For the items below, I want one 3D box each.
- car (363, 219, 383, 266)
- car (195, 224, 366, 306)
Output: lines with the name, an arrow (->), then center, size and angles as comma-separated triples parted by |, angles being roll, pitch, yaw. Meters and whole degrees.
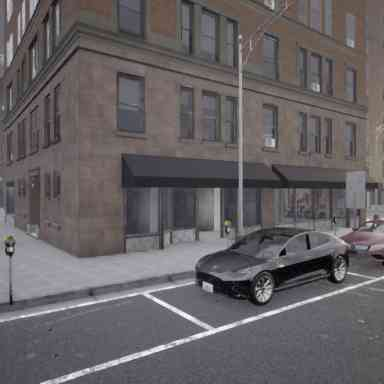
car -> 6.550, 1.582, 11.274 | 4.206, 1.307, 1.802 | 0, 0, -36
car -> 2.088, 1.566, 8.056 | 4.313, 1.339, 1.947 | 0, 0, -36
